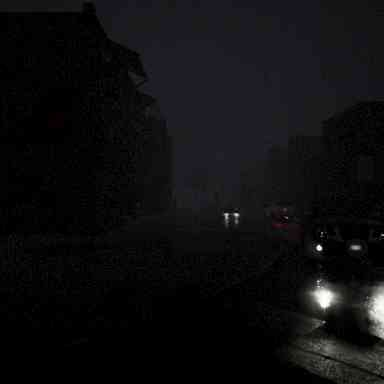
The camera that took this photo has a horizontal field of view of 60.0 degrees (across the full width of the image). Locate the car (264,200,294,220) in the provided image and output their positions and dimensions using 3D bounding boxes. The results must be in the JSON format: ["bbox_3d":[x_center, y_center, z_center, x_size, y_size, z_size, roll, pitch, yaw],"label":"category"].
[{"bbox_3d":[9.316,1.970,36.038,2.150,2.045,5.566,0,-3,0],"label":"car"}]

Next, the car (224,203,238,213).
[{"bbox_3d":[6.060,2.501,52.328,1.837,1.490,4.892,0,1,0],"label":"car"}]

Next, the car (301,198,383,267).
[{"bbox_3d":[5.145,1.223,11.820,2.150,2.045,5.566,0,-1,14],"label":"car"}]
